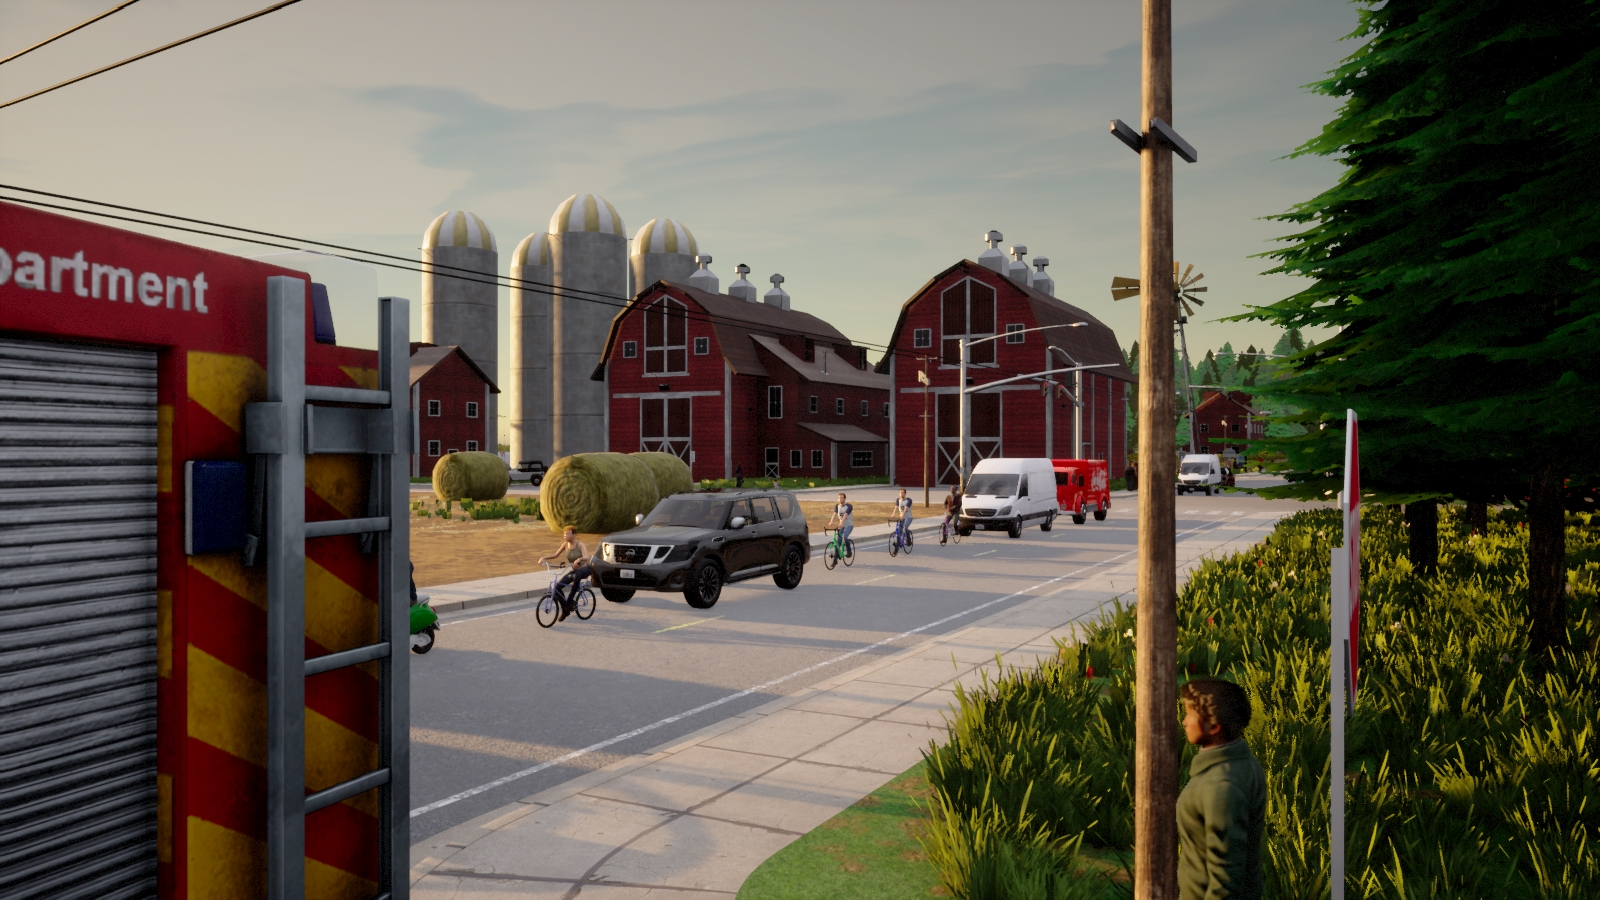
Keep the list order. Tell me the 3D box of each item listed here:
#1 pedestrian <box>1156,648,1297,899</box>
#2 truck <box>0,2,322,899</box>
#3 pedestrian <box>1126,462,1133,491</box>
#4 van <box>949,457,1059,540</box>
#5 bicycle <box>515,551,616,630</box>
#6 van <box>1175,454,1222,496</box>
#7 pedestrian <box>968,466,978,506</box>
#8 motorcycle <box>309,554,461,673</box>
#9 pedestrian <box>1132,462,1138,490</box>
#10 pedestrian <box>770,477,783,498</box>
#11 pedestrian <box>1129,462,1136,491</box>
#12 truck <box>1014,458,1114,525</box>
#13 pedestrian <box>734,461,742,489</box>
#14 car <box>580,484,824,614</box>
[{"bbox_3d":[1.482,1.663,3.963,0.375,1.860,0.375,0,0,35],"label":"pedestrian"},{"bbox_3d":[-6.002,0.867,3.756,8.468,3.827,2.891,0,0,20],"label":"truck"},{"bbox_3d":[21.230,1.695,73.582,0.375,1.860,0.375,0,0,24],"label":"pedestrian"},{"bbox_3d":[7.076,1.534,38.957,1.988,2.561,5.915,0,0,28],"label":"van"},{"bbox_3d":[-3.791,2.256,18.598,0.859,1.080,1.487,0,0,28],"label":"bicycle"},{"bbox_3d":[25.681,1.534,73.528,1.988,2.561,5.915,0,0,28],"label":"van"},{"bbox_3d":[8.019,1.676,52.914,0.375,1.860,0.375,0,0,-7],"label":"pedestrian"},{"bbox_3d":[-5.529,2.142,15.328,0.856,1.316,1.805,0,0,28],"label":"motorcycle"},{"bbox_3d":[21.947,1.694,74.874,0.375,1.860,0.375,0,0,19],"label":"pedestrian"},{"bbox_3d":[-1.284,2.051,62.209,0.500,1.100,0.500,0,0,26],"label":"pedestrian"},{"bbox_3d":[21.627,1.696,74.296,0.375,1.860,0.375,0,0,31],"label":"pedestrian"},{"bbox_3d":[10.571,1.568,45.380,2.627,2.467,5.204,0,0,28],"label":"truck"},{"bbox_3d":[-4.120,1.668,76.152,0.375,1.860,0.375,0,0,35],"label":"pedestrian"},{"bbox_3d":[-1.719,1.779,22.444,2.150,2.045,5.566,0,0,27],"label":"car"}]
